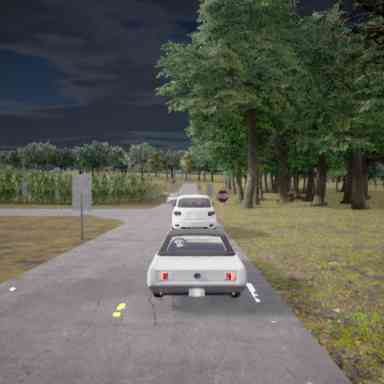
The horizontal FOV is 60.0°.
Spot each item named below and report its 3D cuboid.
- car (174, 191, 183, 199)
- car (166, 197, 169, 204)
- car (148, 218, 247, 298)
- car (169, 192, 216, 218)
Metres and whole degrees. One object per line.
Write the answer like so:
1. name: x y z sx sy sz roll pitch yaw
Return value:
1. car: -2.771 0.671 68.925 1.812 1.442 4.674 0 1 0
2. car: -2.850 1.109 51.329 1.812 1.442 4.674 0 1 0
3. car: 0.098 1.585 8.434 1.895 1.301 4.718 0 0 0
4. car: 0.065 1.171 18.272 2.150 2.045 5.566 0 0 -1
